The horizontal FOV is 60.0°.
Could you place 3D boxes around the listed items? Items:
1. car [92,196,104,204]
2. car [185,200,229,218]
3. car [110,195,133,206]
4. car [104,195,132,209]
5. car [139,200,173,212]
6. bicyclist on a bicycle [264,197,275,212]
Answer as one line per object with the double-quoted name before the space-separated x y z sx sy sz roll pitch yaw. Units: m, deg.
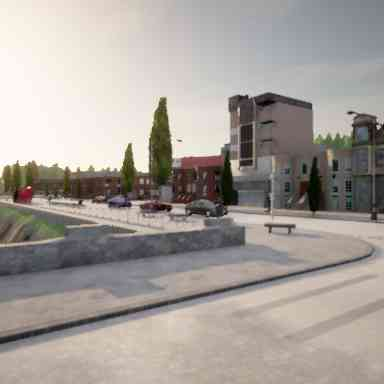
"car" -17.643 1.509 63.693 1.812 1.442 4.674 0 0 -36
"car" 1.269 1.492 29.959 1.837 1.490 4.892 0 0 -35
"car" -11.906 1.336 55.660 2.097 1.767 4.553 0 0 -36
"car" -9.968 1.464 45.754 1.882 1.535 5.008 0 0 -35
"car" -4.072 1.588 37.452 1.895 1.301 4.718 0 0 -35
"bicyclist on a bicycle" 8.093 1.330 34.852 1.656 1.620 0.582 0 0 -35
